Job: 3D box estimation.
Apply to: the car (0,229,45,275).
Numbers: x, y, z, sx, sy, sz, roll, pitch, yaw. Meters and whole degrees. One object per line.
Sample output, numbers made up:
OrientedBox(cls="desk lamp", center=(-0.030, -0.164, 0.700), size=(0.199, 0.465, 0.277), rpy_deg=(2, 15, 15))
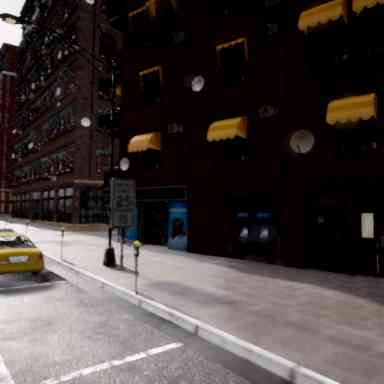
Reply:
OrientedBox(cls="car", center=(-6.346, 1.912, 11.222), size=(1.752, 1.417, 4.829), rpy_deg=(5, -4, -38))
